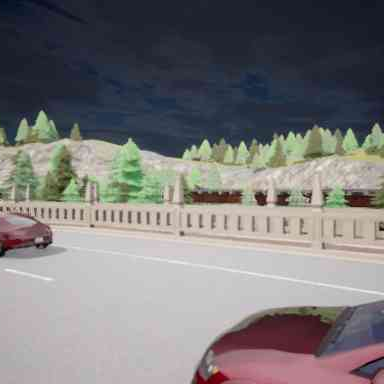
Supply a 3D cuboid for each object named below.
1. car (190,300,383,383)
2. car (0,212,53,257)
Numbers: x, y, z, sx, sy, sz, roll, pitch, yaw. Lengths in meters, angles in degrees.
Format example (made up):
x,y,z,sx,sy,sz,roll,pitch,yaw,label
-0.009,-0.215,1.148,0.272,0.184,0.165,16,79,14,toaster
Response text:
x,y,z,sx,sy,sz,roll,pitch,yaw,label
2.029,1.564,2.541,4.181,1.385,1.994,0,0,35,car
-7.320,1.507,12.738,4.674,1.442,1.812,0,0,30,car
